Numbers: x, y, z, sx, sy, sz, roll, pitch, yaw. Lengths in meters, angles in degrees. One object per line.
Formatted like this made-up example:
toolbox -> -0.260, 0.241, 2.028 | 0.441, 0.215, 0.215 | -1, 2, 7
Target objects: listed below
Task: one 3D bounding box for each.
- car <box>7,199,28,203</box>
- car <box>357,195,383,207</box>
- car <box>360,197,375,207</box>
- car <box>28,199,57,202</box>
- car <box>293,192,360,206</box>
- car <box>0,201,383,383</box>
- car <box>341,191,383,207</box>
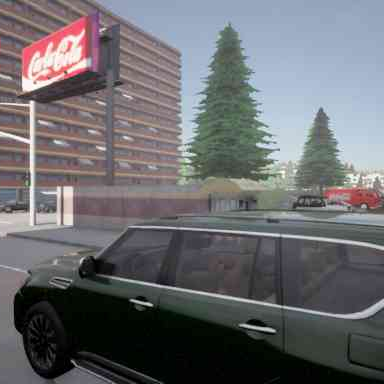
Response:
car -> -18.823, 1.491, 36.300 | 2.128, 1.511, 4.902 | 0, 0, 35
car -> 26.174, 1.285, 48.098 | 3.988, 1.617, 1.851 | 0, 0, 35
car -> 10.705, 1.338, 24.346 | 4.193, 1.474, 1.816 | 0, 0, 35
car -> -14.865, 1.564, 35.843 | 1.994, 1.385, 4.181 | 0, 0, 35
car -> 8.767, 1.149, 22.286 | 3.866, 1.878, 1.905 | 0, 0, 35
car -> 0.225, 1.222, 3.832 | 5.566, 2.045, 2.150 | 0, 0, 35
car -> 23.053, 1.117, 44.819 | 4.605, 1.855, 1.932 | 0, 0, 35
